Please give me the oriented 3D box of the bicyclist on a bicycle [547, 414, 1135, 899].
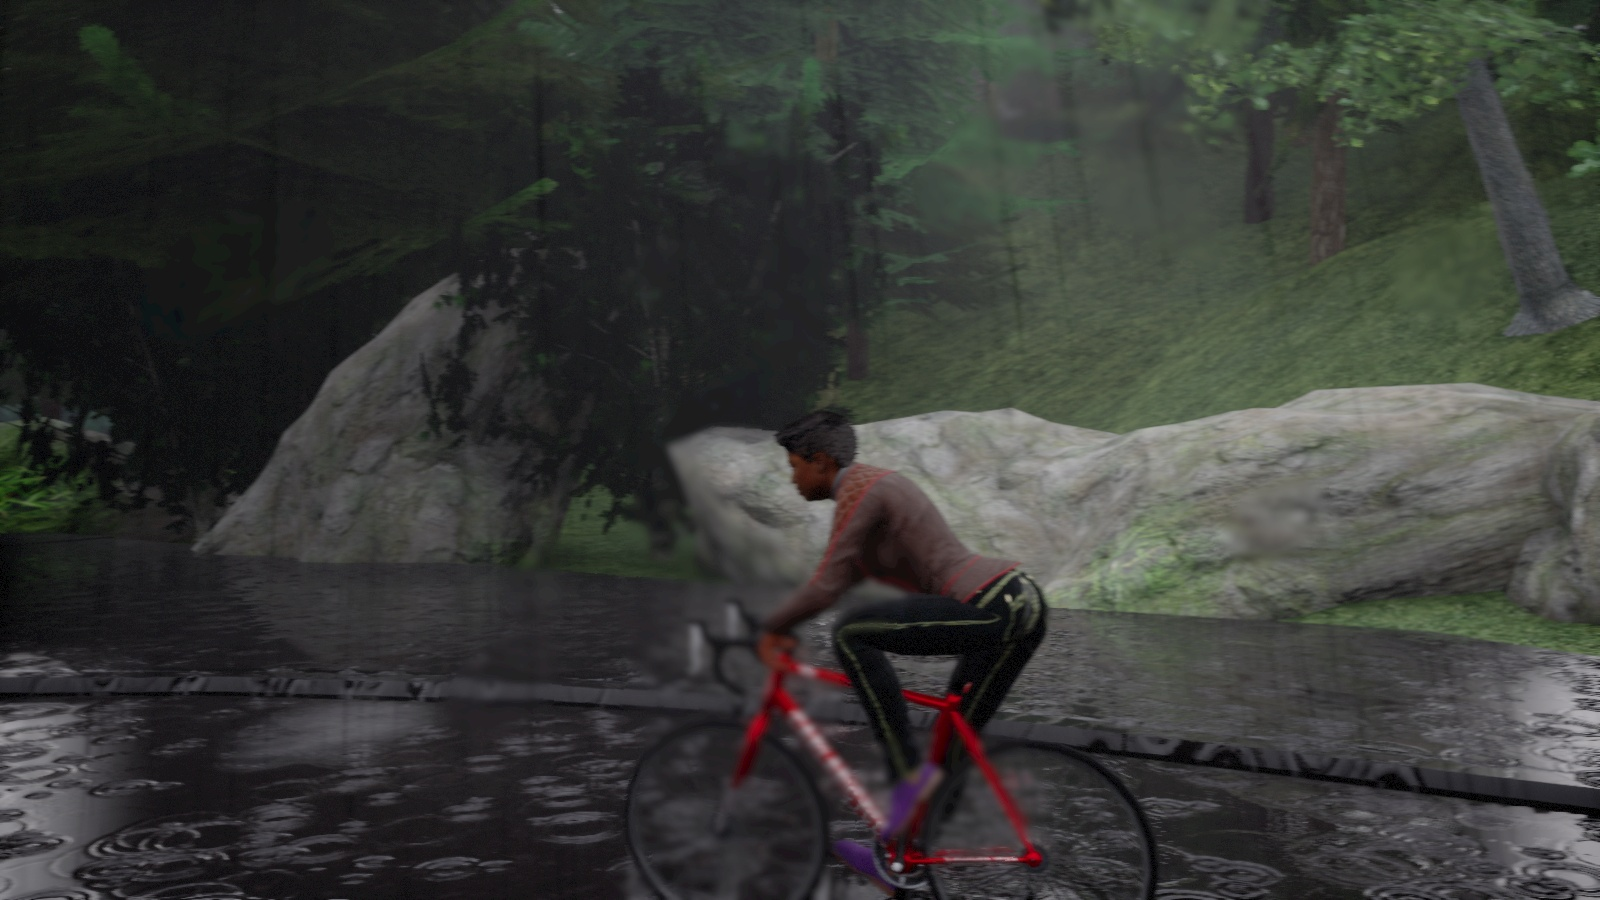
[{"bbox_3d":[0.131,0.708,3.777,1.656,1.620,0.582,0,2,19],"label":"bicyclist on a bicycle"}]
